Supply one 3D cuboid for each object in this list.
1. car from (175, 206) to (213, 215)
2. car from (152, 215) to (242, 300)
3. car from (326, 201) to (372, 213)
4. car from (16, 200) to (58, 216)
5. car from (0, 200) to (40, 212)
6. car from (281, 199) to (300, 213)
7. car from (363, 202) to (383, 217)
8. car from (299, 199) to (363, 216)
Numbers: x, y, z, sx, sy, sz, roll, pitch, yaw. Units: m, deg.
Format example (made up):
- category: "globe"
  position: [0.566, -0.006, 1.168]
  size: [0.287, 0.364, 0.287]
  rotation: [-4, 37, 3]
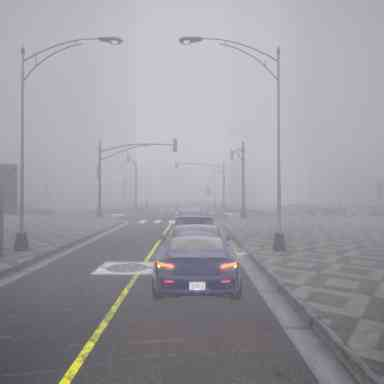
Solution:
- category: "car"
  position: [0.103, 1.483, 17.630]
  size: [1.882, 1.535, 5.008]
  rotation: [0, 0, 0]
- category: "car"
  position: [0.105, 1.528, 8.292]
  size: [1.812, 1.442, 4.674]
  rotation: [0, 0, 0]
- category: "car"
  position: [18.010, 1.694, 38.293]
  size: [4.403, 1.369, 2.008]
  rotation: [0, -1, 0]
- category: "car"
  position: [-14.583, 1.437, 29.667]
  size: [4.829, 1.417, 1.752]
  rotation: [0, -1, 0]
- category: "car"
  position: [-20.151, 1.580, 38.173]
  size: [4.403, 1.369, 2.008]
  rotation: [0, -1, 0]
- category: "car"
  position: [12.340, 1.563, 38.277]
  size: [4.097, 1.590, 1.967]
  rotation: [0, -1, 0]
- category: "car"
  position: [18.007, 1.579, 29.769]
  size: [4.313, 1.339, 1.947]
  rotation: [0, -1, 0]
- category: "car"
  position: [12.337, 1.544, 29.751]
  size: [4.403, 1.369, 2.008]
  rotation: [0, -1, 0]
